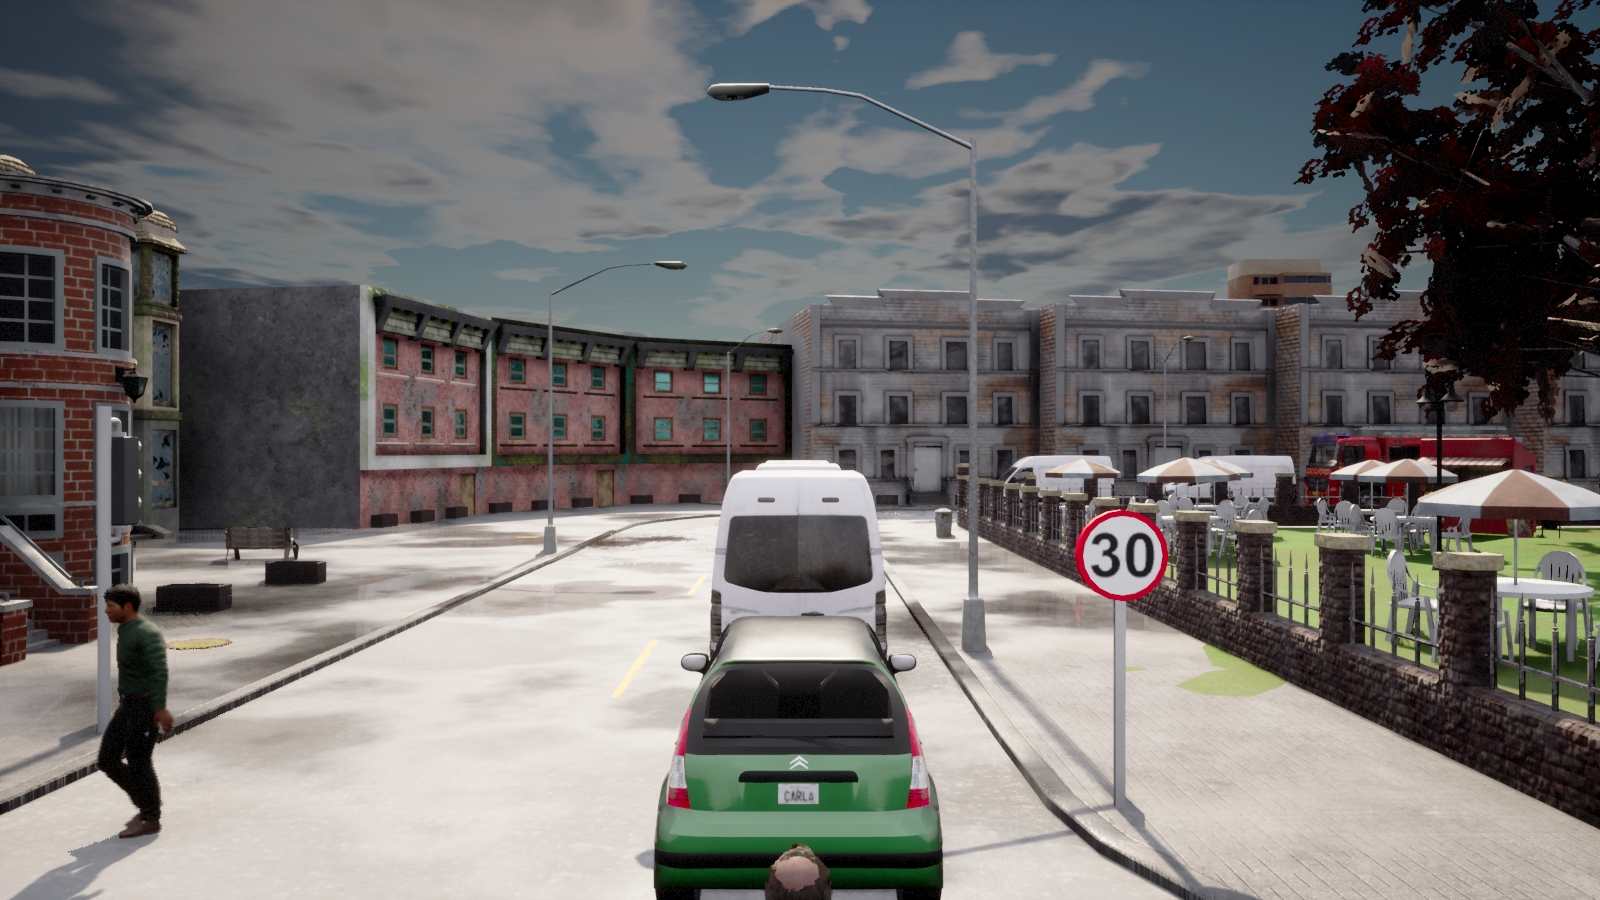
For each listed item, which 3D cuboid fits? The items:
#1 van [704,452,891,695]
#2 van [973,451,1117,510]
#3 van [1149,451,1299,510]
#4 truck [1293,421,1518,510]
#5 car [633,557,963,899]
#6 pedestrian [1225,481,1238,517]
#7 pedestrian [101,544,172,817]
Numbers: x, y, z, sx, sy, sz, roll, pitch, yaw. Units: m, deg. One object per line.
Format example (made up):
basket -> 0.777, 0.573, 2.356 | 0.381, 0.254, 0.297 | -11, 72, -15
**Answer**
van -> -0.025, 1.315, 15.105 | 1.988, 2.561, 5.915 | 0, 0, 0
van -> 10.759, 1.314, 50.430 | 5.915, 2.561, 1.988 | 0, 0, 0
van -> 18.656, 1.314, 50.452 | 5.915, 2.561, 1.988 | 0, 0, 0
truck -> 26.739, 0.670, 50.713 | 8.468, 3.827, 2.891 | 0, 0, 0
car -> -0.015, 1.779, 8.404 | 1.851, 1.617, 3.988 | 0, 0, 0
pedestrian -> 15.870, 1.805, 42.036 | 0.375, 1.300, 0.375 | 0, 0, 9
pedestrian -> -4.776, 1.629, 8.220 | 0.375, 1.860, 0.375 | 0, 0, -42
